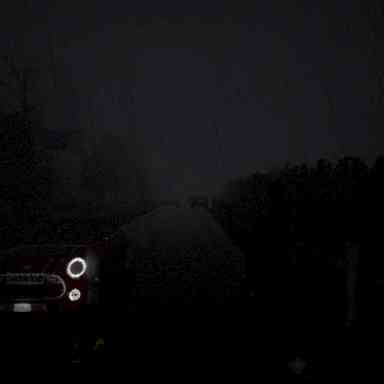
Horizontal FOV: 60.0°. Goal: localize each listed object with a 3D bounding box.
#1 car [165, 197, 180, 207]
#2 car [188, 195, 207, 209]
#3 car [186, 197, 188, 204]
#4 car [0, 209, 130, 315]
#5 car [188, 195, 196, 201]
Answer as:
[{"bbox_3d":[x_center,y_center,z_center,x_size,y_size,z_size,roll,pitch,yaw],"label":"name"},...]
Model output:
[{"bbox_3d":[-2.814,1.467,48.745,1.812,1.442,4.674,0,0,0],"label":"car"},{"bbox_3d":[0.918,1.304,43.628,2.097,1.767,4.553,0,0,1],"label":"car"},{"bbox_3d":[0.024,1.261,61.737,2.097,1.767,4.553,0,0,0],"label":"car"},{"bbox_3d":[-2.847,1.348,7.829,2.097,1.767,4.553,0,0,0],"label":"car"},{"bbox_3d":[0.031,1.312,74.873,1.895,1.301,4.718,0,0,0],"label":"car"}]
